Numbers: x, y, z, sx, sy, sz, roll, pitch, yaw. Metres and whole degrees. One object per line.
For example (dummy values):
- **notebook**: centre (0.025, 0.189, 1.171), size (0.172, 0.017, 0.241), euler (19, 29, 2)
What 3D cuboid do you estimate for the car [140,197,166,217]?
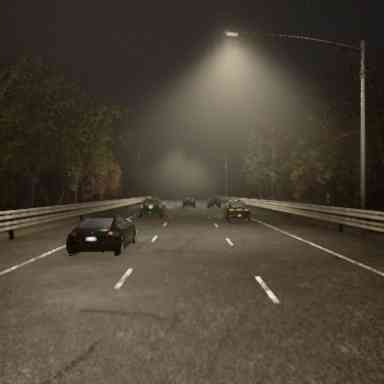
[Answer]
- **car**: centre (-3.612, 1.362, 30.985), size (2.097, 1.767, 4.553), euler (0, 0, -1)

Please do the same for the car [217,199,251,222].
- **car**: centre (3.422, 1.501, 26.402), size (2.128, 1.511, 4.902), euler (0, 0, 0)

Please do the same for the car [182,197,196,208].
- **car**: centre (-0.405, 1.503, 47.950), size (2.128, 1.511, 4.902), euler (0, 0, 1)

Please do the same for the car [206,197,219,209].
- **car**: centre (3.076, 1.518, 46.512), size (1.837, 1.490, 4.892), euler (0, 1, 0)

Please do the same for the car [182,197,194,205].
- **car**: centre (-0.765, 1.575, 61.339), size (1.994, 1.385, 4.181), euler (0, 0, -1)

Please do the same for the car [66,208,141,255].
- **car**: centre (-3.449, 1.570, 13.337), size (1.994, 1.385, 4.181), euler (0, 0, 0)
